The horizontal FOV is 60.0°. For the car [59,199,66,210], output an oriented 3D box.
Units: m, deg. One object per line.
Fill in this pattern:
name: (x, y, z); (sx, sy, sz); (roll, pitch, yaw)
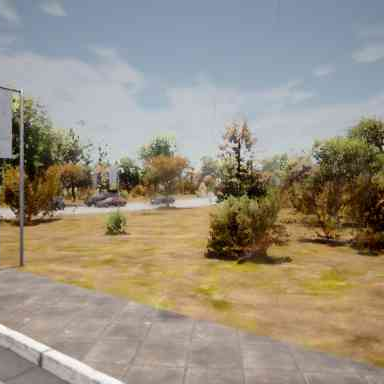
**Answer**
car: (-17.695, 1.345, 39.941); (2.097, 1.767, 4.553); (0, 0, 39)

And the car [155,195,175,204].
car: (-4.933, 1.300, 55.817); (2.128, 1.511, 4.902); (0, 1, 39)

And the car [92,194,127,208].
car: (-11.451, 1.465, 47.708); (1.812, 1.442, 4.674); (0, 0, 38)

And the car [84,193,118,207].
car: (-13.579, 1.151, 50.657); (2.150, 2.045, 5.566); (0, 1, 39)
